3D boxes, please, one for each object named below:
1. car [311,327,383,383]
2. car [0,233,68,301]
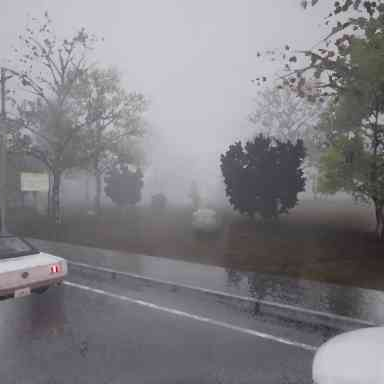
[{"bbox_3d":[3.078,1.526,1.812,4.674,1.442,1.812,0,0,35],"label":"car"},{"bbox_3d":[-4.991,1.601,7.547,4.718,1.301,1.895,0,0,35],"label":"car"}]
